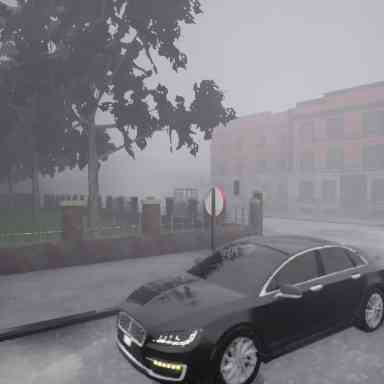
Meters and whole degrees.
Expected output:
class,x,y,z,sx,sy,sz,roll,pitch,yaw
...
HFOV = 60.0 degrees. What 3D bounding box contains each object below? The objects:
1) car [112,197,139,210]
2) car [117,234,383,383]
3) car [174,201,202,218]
class,x,y,z,sx,sy,sz,roll,pitch,yaw
car,-8.033,1.355,39.290,2.097,1.767,4.553,0,0,-35
car,1.259,1.505,5.284,4.892,1.490,1.837,0,0,-34
car,-0.156,1.526,28.258,1.812,1.442,4.674,0,0,-36
